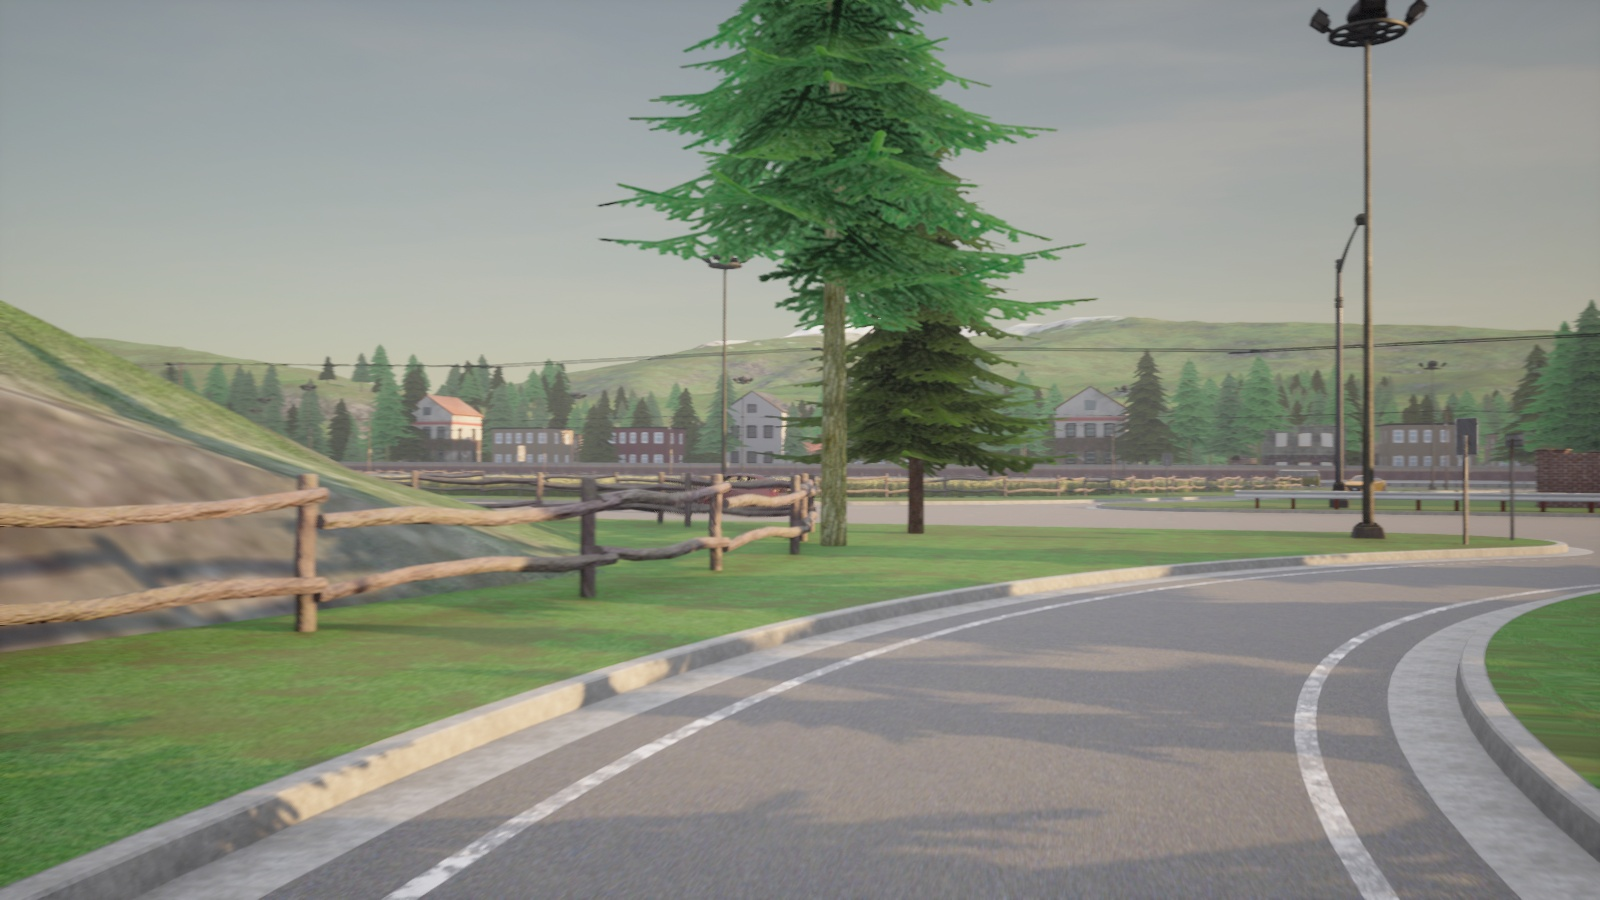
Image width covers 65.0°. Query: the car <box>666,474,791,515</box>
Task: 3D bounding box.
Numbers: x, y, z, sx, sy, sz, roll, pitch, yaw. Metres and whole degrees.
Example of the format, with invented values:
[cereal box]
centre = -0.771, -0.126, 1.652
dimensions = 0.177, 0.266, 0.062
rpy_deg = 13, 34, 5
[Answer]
[car]
centre = -2.583, 1.604, 45.856
dimensions = 4.193, 1.474, 1.816
rpy_deg = 0, -1, 17
